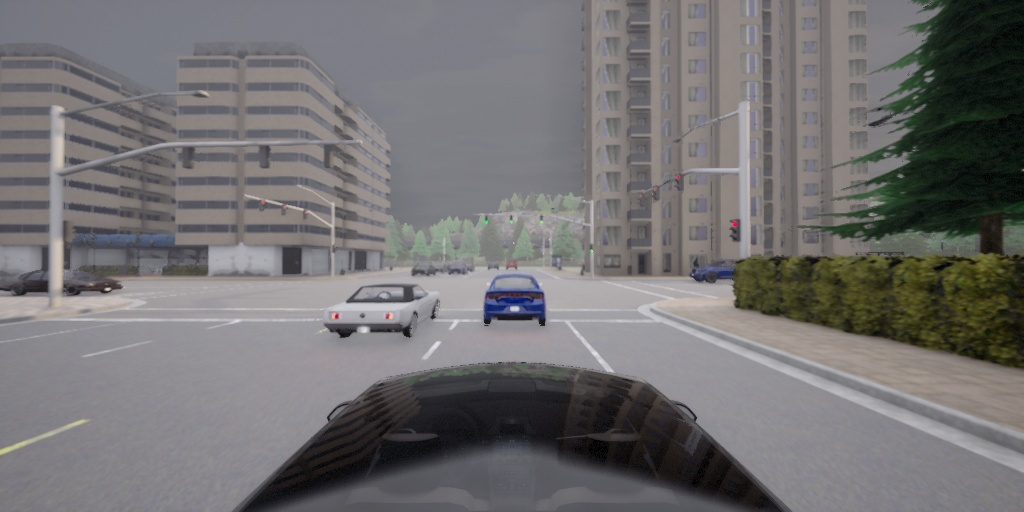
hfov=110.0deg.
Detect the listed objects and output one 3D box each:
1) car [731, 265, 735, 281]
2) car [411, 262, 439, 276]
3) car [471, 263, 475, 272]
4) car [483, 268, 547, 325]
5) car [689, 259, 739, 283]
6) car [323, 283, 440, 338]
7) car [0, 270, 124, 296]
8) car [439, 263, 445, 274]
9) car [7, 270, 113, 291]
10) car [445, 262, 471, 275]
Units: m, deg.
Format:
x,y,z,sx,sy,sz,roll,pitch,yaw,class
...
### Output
x,y,z,sx,sy,sz,roll,pitch,yaw,class
20.009,1.549,27.035,5.357,1.411,2.033,0,-1,1,car
-10.621,1.520,43.260,2.097,1.767,4.553,0,-1,0,car
-7.096,1.861,57.888,2.033,1.411,5.357,0,-1,1,car
0.084,1.335,12.399,1.882,1.535,5.008,0,-1,0,car
18.177,1.258,30.556,5.566,2.045,2.150,0,-1,1,car
-3.418,1.440,10.501,1.895,1.301,4.718,0,-1,0,car
-25.457,1.487,20.265,5.357,1.411,2.033,0,-1,0,car
-10.616,1.764,52.343,1.837,1.490,4.892,0,-1,0,car
-29.873,1.576,23.809,4.718,1.301,1.895,0,-1,1,car
-7.120,1.561,47.449,2.097,1.767,4.553,0,-1,0,car
